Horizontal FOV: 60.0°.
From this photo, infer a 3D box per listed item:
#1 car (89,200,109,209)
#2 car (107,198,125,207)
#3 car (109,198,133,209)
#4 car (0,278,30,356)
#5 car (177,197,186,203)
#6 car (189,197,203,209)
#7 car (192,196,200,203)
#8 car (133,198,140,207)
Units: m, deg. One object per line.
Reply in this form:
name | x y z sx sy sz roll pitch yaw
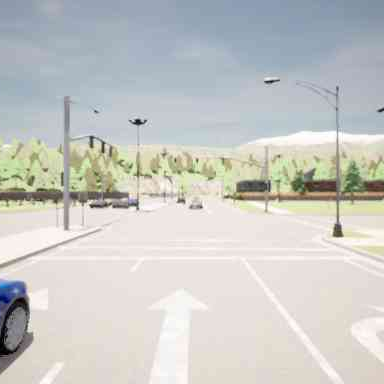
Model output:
car | -14.473 1.896 52.455 2.033 1.411 5.357 0 0 1
car | -14.239 1.962 62.511 2.033 1.411 5.357 0 0 1
car | -10.990 1.906 51.580 1.994 1.385 4.181 0 0 1
car | -3.401 1.499 3.094 1.882 1.535 5.008 0 0 0
car | -2.502 1.873 77.700 2.128 1.511 4.902 0 0 1
car | 0.603 1.872 52.220 1.812 1.442 4.674 0 0 1
car | 0.998 1.825 77.649 1.882 1.535 5.008 0 0 1
car | -10.792 1.879 60.543 1.882 1.535 5.008 0 0 1
